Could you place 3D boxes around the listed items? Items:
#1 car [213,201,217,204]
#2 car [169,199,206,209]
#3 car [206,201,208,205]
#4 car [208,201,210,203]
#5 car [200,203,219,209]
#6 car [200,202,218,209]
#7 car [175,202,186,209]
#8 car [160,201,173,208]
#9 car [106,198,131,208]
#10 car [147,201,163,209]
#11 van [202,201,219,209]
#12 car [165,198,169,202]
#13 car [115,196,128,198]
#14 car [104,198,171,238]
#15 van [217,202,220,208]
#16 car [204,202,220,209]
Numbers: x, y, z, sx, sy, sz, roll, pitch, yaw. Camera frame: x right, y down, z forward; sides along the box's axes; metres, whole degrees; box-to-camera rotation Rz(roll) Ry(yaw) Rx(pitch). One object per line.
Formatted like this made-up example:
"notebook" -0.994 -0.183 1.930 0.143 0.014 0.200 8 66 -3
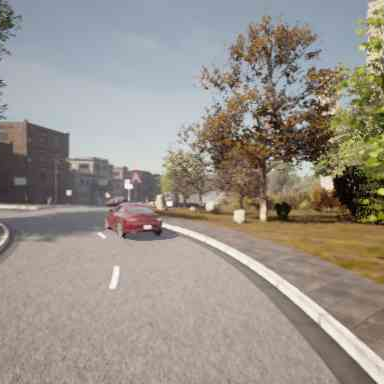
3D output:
"car" 2.697 3.183 75.320 4.674 1.452 2.002 1 -3 9
"car" -0.707 2.027 53.577 4.892 1.521 2.231 1 -3 9
"car" -0.281 2.176 56.295 5.008 1.535 2.097 1 -3 9
"car" 0.154 2.325 59.009 4.892 1.521 2.231 1 -3 9
"car" 4.814 3.729 88.921 4.892 1.521 2.231 1 -2 9
"car" 4.386 3.499 86.336 4.553 1.767 2.185 1 -2 9
"car" -2.620 3.109 77.174 1.812 1.442 4.674 1 -2 9
"car" -5.893 2.971 77.271 1.882 1.535 5.008 1 -2 9
"car" -10.395 1.637 47.404 1.895 1.301 4.718 1 -3 8
"car" -7.443 2.619 67.360 2.128 1.511 4.902 1 -3 9
"van" 5.134 3.606 91.669 4.442 1.987 1.878 1 -2 9
"car" -4.223 2.375 66.898 2.150 2.045 5.566 1 -3 9
"car" -8.197 1.200 39.643 2.033 1.411 5.357 0 -3 6
"car" -2.856 1.237 15.850 1.812 1.442 4.674 0 1 -26
"van" 4.088 3.281 83.469 4.442 1.987 1.878 1 -2 9
"car" 5.702 3.805 94.361 4.553 1.767 2.185 1 -2 9
